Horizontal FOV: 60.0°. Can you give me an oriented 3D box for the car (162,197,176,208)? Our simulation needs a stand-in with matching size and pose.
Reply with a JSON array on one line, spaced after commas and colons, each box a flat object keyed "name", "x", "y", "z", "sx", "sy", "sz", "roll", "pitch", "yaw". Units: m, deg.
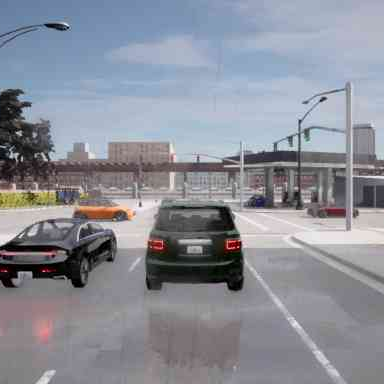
[{"name": "car", "x": -3.462, "y": 1.505, "z": 50.476, "sx": 1.837, "sy": 1.490, "sz": 4.892, "roll": 0, "pitch": 0, "yaw": 0}]

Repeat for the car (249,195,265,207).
[{"name": "car", "x": 9.654, "y": 1.295, "z": 49.373, "sx": 2.242, "sy": 1.667, "sz": 4.611, "roll": 0, "pitch": 0, "yaw": 0}]

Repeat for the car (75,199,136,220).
[{"name": "car", "x": -6.615, "y": 1.352, "z": 25.475, "sx": 4.553, "sy": 1.767, "sz": 2.097, "roll": 0, "pitch": 0, "yaw": 1}]

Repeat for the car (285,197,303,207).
[{"name": "car", "x": 15.398, "y": 1.456, "z": 50.142, "sx": 1.970, "sy": 1.475, "sz": 3.806, "roll": 0, "pitch": 0, "yaw": 0}]

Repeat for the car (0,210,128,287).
[{"name": "car", "x": -3.430, "y": 1.492, "z": 9.274, "sx": 2.128, "sy": 1.511, "sz": 4.902, "roll": 0, "pitch": 0, "yaw": 0}]

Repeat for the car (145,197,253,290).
[{"name": "car", "x": 0.074, "y": 1.221, "z": 9.190, "sx": 2.150, "sy": 2.045, "sz": 5.566, "roll": 0, "pitch": 0, "yaw": 0}]

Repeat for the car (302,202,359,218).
[{"name": "car", "x": 12.357, "y": 1.564, "z": 29.245, "sx": 4.181, "sy": 1.385, "sz": 1.994, "roll": 0, "pitch": 0, "yaw": -1}]
